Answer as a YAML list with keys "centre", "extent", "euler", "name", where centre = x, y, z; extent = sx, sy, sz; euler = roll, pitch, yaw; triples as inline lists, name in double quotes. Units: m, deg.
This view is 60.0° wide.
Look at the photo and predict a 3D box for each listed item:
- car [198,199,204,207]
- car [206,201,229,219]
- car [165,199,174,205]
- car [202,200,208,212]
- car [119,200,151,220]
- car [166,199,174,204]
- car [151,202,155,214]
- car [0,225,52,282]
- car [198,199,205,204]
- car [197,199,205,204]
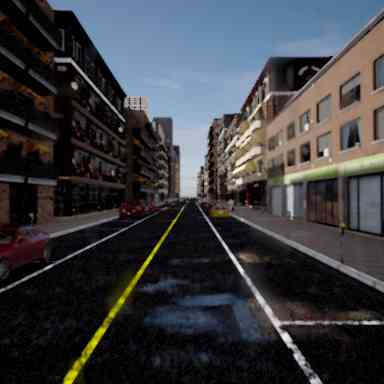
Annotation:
- centre: [2.604, 2.279, 66.452]
  extent: [2.008, 1.369, 4.403]
  euler: [0, -1, 0]
  name: "car"
- centre: [2.648, 1.887, 32.807]
  extent: [1.752, 1.417, 4.829]
  euler: [0, -1, 0]
  name: "car"
- centre: [-5.800, 2.463, 83.352]
  extent: [2.008, 1.369, 4.403]
  euler: [0, -1, 0]
  name: "car"
- centre: [2.633, 2.028, 43.909]
  extent: [1.887, 1.381, 4.507]
  euler: [0, -1, 0]
  name: "car"
- centre: [-5.731, 1.677, 32.633]
  extent: [2.192, 1.841, 5.009]
  euler: [0, -1, 0]
  name: "car"
- centre: [-5.808, 2.524, 88.989]
  extent: [2.008, 1.369, 4.403]
  euler: [0, -1, 0]
  name: "car"
- centre: [-5.740, 1.864, 38.266]
  extent: [1.967, 1.590, 4.097]
  euler: [0, -1, 0]
  name: "car"
- centre: [-5.703, 1.697, 10.086]
  extent: [1.802, 1.307, 4.206]
  euler: [0, -1, 0]
  name: "car"
- centre: [2.574, 2.498, 89.166]
  extent: [1.752, 1.417, 4.829]
  euler: [0, -1, 0]
  name: "car"
- centre: [2.566, 2.597, 94.632]
  extent: [1.947, 1.339, 4.313]
  euler: [0, -1, 0]
  name: "car"
